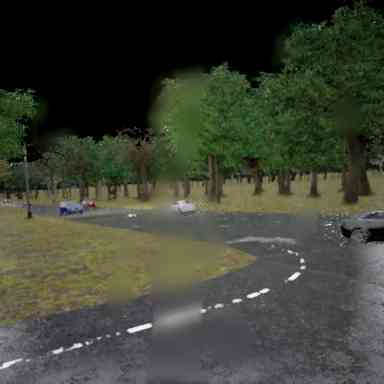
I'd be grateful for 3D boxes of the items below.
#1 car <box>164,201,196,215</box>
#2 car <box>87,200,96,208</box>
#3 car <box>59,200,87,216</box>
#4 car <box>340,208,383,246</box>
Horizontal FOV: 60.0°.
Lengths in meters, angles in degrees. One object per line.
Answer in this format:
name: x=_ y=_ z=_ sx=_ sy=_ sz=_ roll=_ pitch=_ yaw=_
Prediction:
car: x=-1.427 y=1.762 z=38.387 sx=1.812 sy=1.442 sz=4.674 roll=-5 pitch=1 yaw=-36
car: x=-20.445 y=2.371 z=64.859 sx=2.097 sy=1.767 sz=4.553 roll=-5 pitch=2 yaw=-36
car: x=-18.017 y=2.393 z=49.380 sx=2.150 sy=2.045 sz=5.566 roll=-5 pitch=2 yaw=-38
car: x=8.304 y=1.354 z=12.927 sx=2.128 sy=1.511 sz=4.902 roll=-4 pitch=-1 yaw=-36
